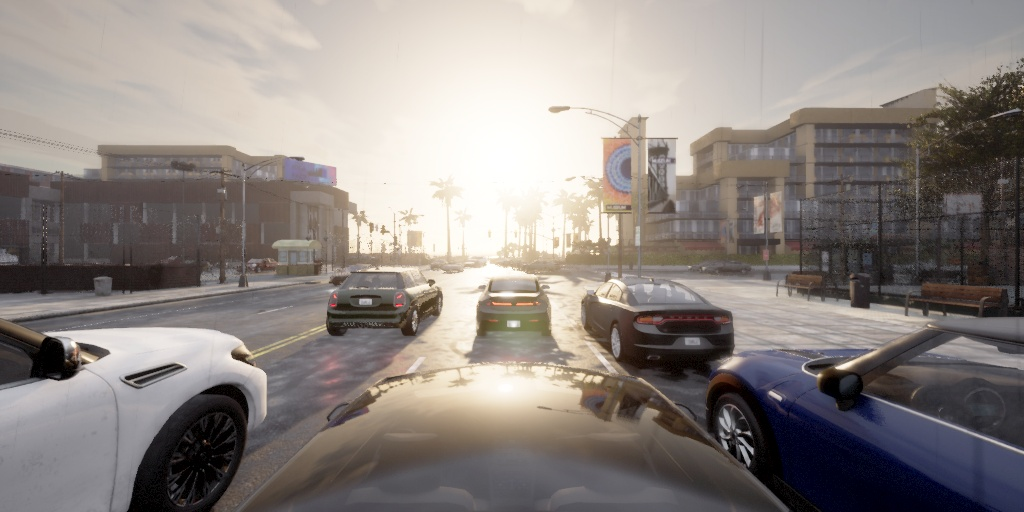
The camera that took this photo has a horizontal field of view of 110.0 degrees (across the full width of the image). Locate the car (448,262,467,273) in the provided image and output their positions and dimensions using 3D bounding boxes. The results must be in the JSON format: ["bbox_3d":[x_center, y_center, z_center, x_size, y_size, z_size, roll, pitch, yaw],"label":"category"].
[{"bbox_3d":[-7.077,1.351,43.719,1.895,1.301,4.718,0,0,1],"label":"car"}]

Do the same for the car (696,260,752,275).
[{"bbox_3d":[23.304,1.238,39.004,4.902,1.511,2.128,0,0,-1],"label":"car"}]

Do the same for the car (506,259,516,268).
[{"bbox_3d":[1.262,1.241,52.396,2.128,1.511,4.902,0,0,-18],"label":"car"}]

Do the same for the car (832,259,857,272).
[{"bbox_3d":[39.720,1.101,42.612,4.553,1.767,2.097,0,0,0],"label":"car"}]

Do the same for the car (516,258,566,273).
[{"bbox_3d":[3.372,1.241,42.284,4.902,1.511,2.128,0,0,35],"label":"car"}]

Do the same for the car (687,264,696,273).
[{"bbox_3d":[23.463,1.241,42.506,4.902,1.511,2.128,0,0,0],"label":"car"}]

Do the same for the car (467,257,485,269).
[{"bbox_3d":[-6.515,1.298,58.890,2.033,1.411,5.357,0,0,9],"label":"car"}]

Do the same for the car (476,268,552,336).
[{"bbox_3d":[0.057,1.255,10.348,1.837,1.490,4.892,0,0,0],"label":"car"}]

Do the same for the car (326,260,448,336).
[{"bbox_3d":[-3.441,1.102,10.594,2.097,1.767,4.553,0,0,0],"label":"car"}]

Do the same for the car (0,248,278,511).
[{"bbox_3d":[-3.401,0.972,1.005,2.150,2.045,5.566,0,0,0],"label":"car"}]

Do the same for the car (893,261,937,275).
[{"bbox_3d":[43.477,1.275,39.110,4.674,1.442,1.812,0,0,0],"label":"car"}]

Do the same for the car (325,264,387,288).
[{"bbox_3d":[-10.611,1.297,24.938,2.033,1.411,5.357,0,0,0],"label":"car"}]

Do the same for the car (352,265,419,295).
[{"bbox_3d":[-7.109,1.297,20.922,2.033,1.411,5.357,0,0,0],"label":"car"}]
